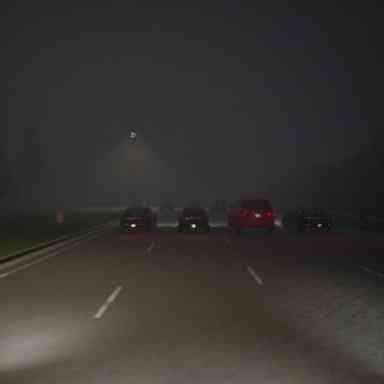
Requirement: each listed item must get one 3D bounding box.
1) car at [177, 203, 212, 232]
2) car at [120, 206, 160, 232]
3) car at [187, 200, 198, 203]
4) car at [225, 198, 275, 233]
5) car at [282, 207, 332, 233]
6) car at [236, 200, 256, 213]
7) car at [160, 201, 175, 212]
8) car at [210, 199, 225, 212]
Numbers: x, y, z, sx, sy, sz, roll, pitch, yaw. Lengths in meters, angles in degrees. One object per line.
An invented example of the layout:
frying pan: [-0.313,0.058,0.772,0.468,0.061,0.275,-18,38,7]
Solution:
car: [0.097,1.689,21.494,1.837,1.490,4.892,0,0,0]
car: [-3.403,1.691,21.697,1.837,1.490,4.892,0,0,0]
car: [0.052,1.867,44.284,2.128,1.511,4.902,0,0,0]
car: [3.598,1.400,20.878,2.150,2.045,5.566,0,0,0]
car: [7.097,1.670,20.932,2.128,1.511,4.902,0,0,0]
car: [7.050,1.879,44.006,1.837,1.490,4.892,0,0,0]
car: [-3.441,1.914,46.044,1.812,1.442,4.674,0,0,0]
car: [3.547,1.723,43.904,2.097,1.767,4.553,0,-1,0]
